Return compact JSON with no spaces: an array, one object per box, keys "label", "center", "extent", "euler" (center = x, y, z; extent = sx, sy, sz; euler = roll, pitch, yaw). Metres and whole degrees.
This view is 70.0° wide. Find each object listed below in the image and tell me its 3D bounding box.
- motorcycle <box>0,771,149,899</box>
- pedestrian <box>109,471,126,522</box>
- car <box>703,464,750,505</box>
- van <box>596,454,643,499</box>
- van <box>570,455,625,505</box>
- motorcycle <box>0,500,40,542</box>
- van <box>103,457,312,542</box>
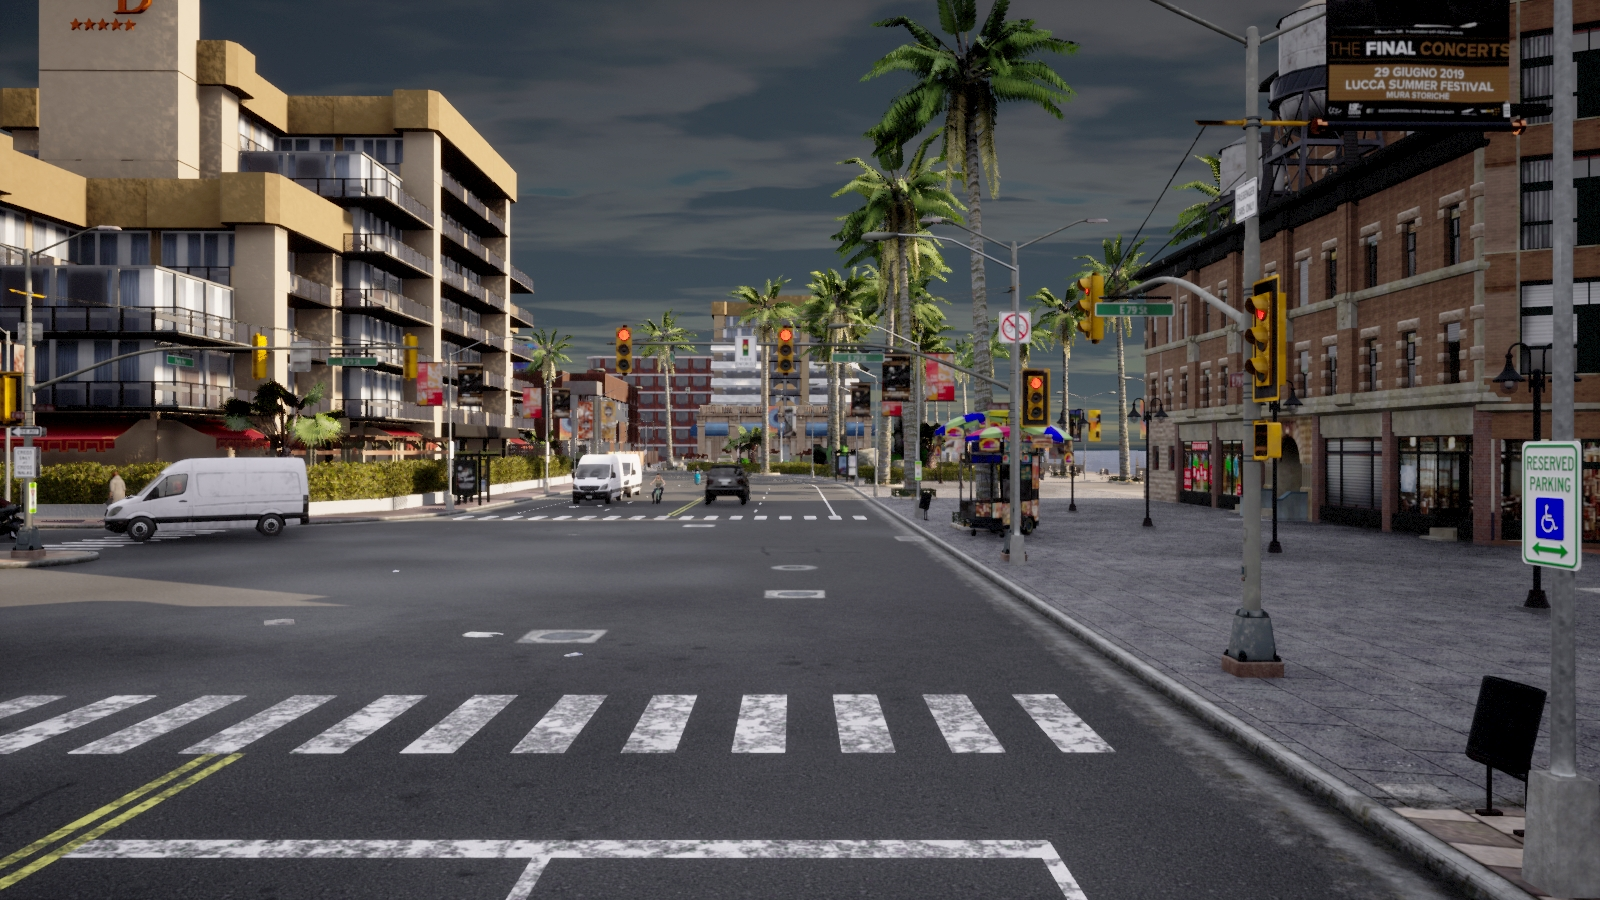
[{"label":"motorcycle","center":[-3.736,2.213,4.820],"extent":[0.803,1.145,2.033],"euler":[0,0,1]},{"label":"pedestrian","center":[-24.988,1.696,41.845],"extent":[0.375,1.860,0.375],"euler":[0,0,17]},{"label":"car","center":[-3.861,1.779,60.719],"extent":[2.150,2.045,5.566],"euler":[0,0,0]},{"label":"van","center":[-10.879,1.534,69.162],"extent":[1.988,2.561,5.915],"euler":[0,0,-1]},{"label":"van","center":[-10.828,1.534,61.502],"extent":[1.988,2.561,5.915],"euler":[0,0,0]},{"label":"motorcycle","center":[-25.137,2.205,35.668],"extent":[2.209,1.251,0.867],"euler":[0,0,-4]},{"label":"van","center":[-19.174,1.534,37.135],"extent":[5.915,2.561,1.988],"euler":[0,0,-30]}]
